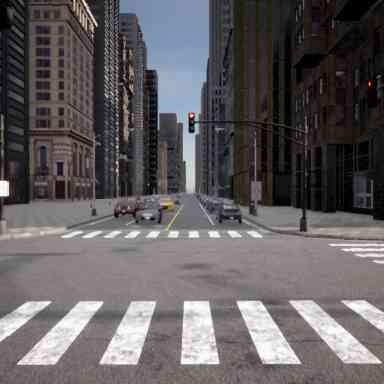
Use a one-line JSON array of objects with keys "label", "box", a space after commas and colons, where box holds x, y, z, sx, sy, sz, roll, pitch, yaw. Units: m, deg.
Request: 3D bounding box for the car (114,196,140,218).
[{"label": "car", "box": [-5.786, 1.317, 30.746, 2.192, 1.841, 5.009, 0, 0, 0]}]

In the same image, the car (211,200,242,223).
[{"label": "car", "box": [2.743, 1.552, 25.120, 2.008, 1.369, 4.403, 0, 0, 0]}]

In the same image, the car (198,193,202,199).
[{"label": "car", "box": [2.716, 1.456, 64.604, 1.967, 1.590, 4.097, 0, 0, 0]}]

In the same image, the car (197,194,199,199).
[{"label": "car", "box": [2.709, 1.569, 75.885, 1.887, 1.381, 4.507, 0, 0, 0]}]

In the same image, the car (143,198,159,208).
[{"label": "car", "box": [-5.797, 1.589, 47.668, 1.802, 1.307, 4.206, 0, 0, 0]}]

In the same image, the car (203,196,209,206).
[{"label": "car", "box": [2.732, 1.550, 42.042, 1.887, 1.381, 4.507, 0, 0, 0]}]

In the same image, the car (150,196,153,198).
[{"label": "car", "box": [-5.790, 1.444, 36.387, 1.967, 1.590, 4.097, 0, 0, 0]}]

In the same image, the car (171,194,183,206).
[{"label": "car", "box": [-3.065, 1.518, 56.937, 1.837, 1.490, 4.892, 0, -1, 0]}]

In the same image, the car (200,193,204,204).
[{"label": "car", "box": [2.724, 1.449, 53.323, 1.967, 1.590, 4.097, 0, 0, 0]}]

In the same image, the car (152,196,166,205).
[{"label": "car", "box": [-5.805, 1.452, 58.949, 1.967, 1.590, 4.097, 0, 0, 0]}]

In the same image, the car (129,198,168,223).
[{"label": "car", "box": [-3.169, 1.493, 25.188, 2.128, 1.511, 4.902, 0, 0, -3]}]

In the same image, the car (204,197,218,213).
[{"label": "car", "box": [2.736, 1.554, 36.402, 2.008, 1.369, 4.403, 0, 0, 0]}]

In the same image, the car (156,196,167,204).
[{"label": "car", "box": [-5.809, 1.541, 64.420, 1.752, 1.417, 4.829, 0, 0, 0]}]

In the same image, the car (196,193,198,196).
[{"label": "car", "box": [2.701, 1.561, 87.337, 1.752, 1.417, 4.829, 0, 0, 0]}]

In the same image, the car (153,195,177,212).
[{"label": "car", "box": [-3.124, 1.482, 38.949, 1.882, 1.535, 5.008, 0, 0, 0]}]
